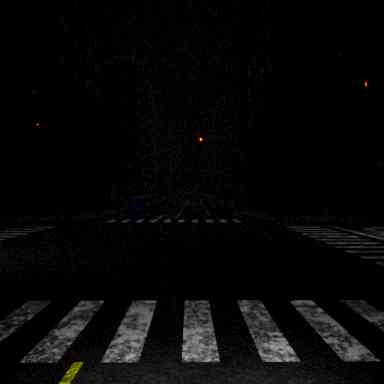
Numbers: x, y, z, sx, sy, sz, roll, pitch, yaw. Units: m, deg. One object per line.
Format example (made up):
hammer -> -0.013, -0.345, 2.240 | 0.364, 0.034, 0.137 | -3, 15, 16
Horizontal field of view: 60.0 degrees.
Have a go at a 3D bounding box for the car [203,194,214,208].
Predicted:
car -> 2.906, 1.442, 44.749 | 1.967, 1.590, 4.097 | 0, 0, 0

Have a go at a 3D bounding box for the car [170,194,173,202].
car -> -5.496, 1.565, 67.465 | 1.947, 1.339, 4.313 | 0, 0, 0

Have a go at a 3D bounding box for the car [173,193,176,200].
car -> -5.435, 1.520, 78.631 | 1.752, 1.417, 4.829 | 0, 0, 0

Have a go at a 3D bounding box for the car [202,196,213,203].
car -> 3.030, 1.550, 67.427 | 2.008, 1.369, 4.403 | 0, 0, 0

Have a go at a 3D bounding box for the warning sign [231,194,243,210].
warning sign -> 5.278, 1.117, 39.392 | 1.300, 1.860, 1.060 | 0, 0, 0

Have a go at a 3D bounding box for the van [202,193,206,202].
van -> 2.968, 1.343, 56.088 | 1.690, 1.788, 3.998 | 0, 0, 0

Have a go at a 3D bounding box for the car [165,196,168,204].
car -> -5.558, 1.567, 56.129 | 1.947, 1.339, 4.313 | 0, 0, 0

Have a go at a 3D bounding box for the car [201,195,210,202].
car -> 3.091, 1.435, 78.765 | 1.967, 1.590, 4.097 | 0, 0, 0

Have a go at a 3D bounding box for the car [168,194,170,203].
car -> -5.528, 1.526, 61.627 | 1.752, 1.417, 4.829 | 0, 0, 0

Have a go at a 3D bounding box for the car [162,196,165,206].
car -> -5.589, 1.584, 50.460 | 1.802, 1.307, 4.206 | 0, 0, 0

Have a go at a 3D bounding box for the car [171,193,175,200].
car -> -5.465, 1.542, 73.133 | 1.887, 1.381, 4.507 | 0, 0, 0

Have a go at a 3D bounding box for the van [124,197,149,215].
van -> -5.681, 1.342, 33.456 | 1.690, 1.788, 3.998 | 0, 0, 0

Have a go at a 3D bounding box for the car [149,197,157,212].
car -> -5.650, 1.442, 39.124 | 1.967, 1.590, 4.097 | 0, 0, 0

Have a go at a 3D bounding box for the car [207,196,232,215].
car -> 2.845, 1.441, 33.411 | 1.967, 1.590, 4.097 | 0, 0, 0

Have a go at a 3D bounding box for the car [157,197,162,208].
car -> -5.619, 1.568, 44.792 | 1.947, 1.339, 4.313 | 0, 0, 0

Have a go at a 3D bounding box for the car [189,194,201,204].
car -> 0.344, 1.564, 63.785 | 1.994, 1.385, 4.181 | 0, 0, 0

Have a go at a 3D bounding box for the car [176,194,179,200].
car -> -5.373, 1.305, 90.138 | 2.192, 1.841, 5.009 | 0, 0, 0
